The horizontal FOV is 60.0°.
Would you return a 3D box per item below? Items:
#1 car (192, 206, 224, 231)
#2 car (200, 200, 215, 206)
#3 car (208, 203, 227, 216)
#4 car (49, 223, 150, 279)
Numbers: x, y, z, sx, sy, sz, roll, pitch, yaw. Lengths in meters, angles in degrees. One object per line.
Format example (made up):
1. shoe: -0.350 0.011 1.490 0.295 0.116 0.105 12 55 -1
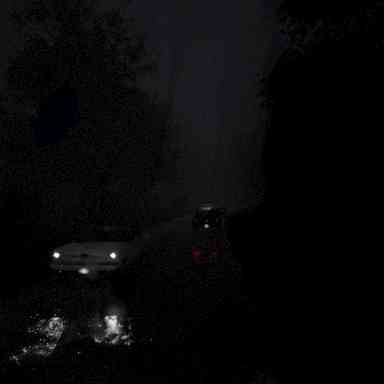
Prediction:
1. car: 1.090 1.906 23.209 1.895 1.301 4.718 0 -1 4
2. car: 2.644 2.298 54.052 2.150 2.045 5.566 1 -2 12
3. car: 3.396 2.346 42.009 1.895 1.301 4.718 0 -2 9
4. car: -2.629 1.704 10.524 1.895 1.301 4.718 0 -1 2
